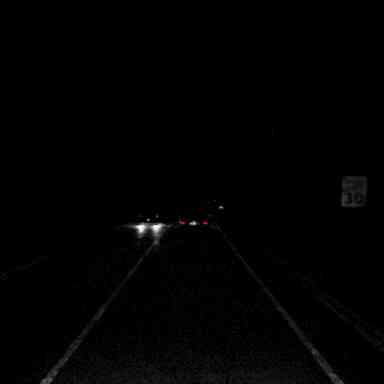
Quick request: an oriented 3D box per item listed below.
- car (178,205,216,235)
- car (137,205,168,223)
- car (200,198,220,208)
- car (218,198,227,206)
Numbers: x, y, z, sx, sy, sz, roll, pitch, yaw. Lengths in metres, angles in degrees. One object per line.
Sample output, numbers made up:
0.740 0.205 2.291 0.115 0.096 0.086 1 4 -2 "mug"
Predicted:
0.162 1.722 19.838 2.033 1.411 5.357 0 -1 1 "car"
-3.200 1.785 28.254 2.033 1.411 5.357 0 0 3 "car"
1.912 1.862 40.532 1.882 1.535 5.008 1 -1 9 "car"
5.654 1.987 68.534 2.097 1.767 4.553 2 0 20 "car"
